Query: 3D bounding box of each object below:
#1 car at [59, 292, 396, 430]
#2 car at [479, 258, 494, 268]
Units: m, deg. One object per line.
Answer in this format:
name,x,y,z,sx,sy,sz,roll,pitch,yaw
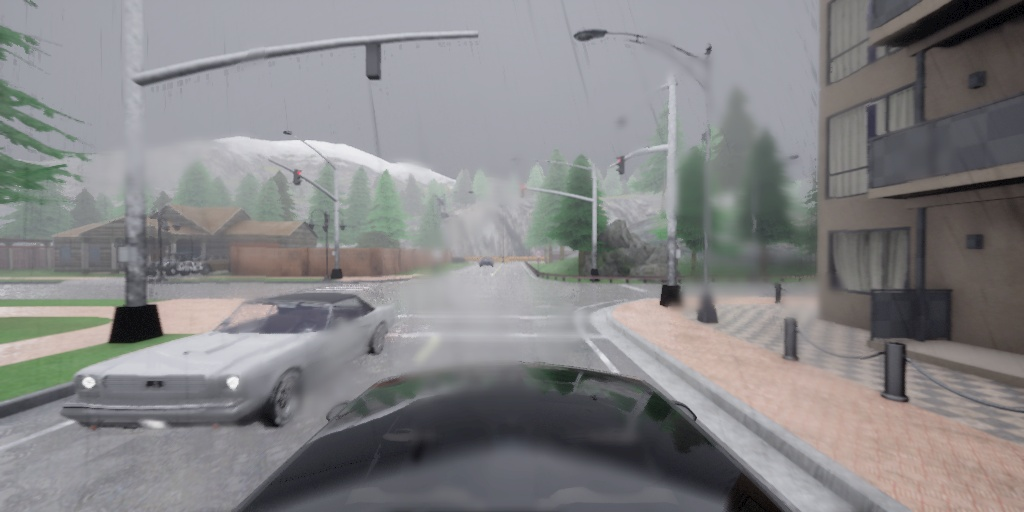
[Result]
car,-3.501,1.322,5.716,1.895,1.301,4.718,0,1,0
car,-3.496,0.863,49.447,1.895,1.301,4.718,0,1,0
